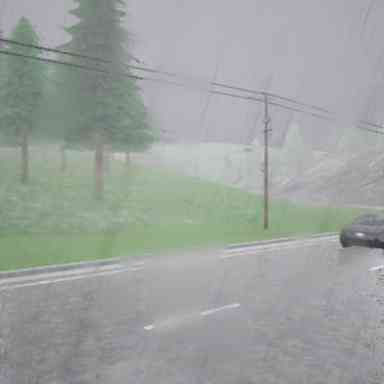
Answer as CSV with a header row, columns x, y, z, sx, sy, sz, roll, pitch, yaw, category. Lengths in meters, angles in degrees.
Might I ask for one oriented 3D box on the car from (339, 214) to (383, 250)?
x,y,z,sx,sy,sz,roll,pitch,yaw,category
7.997,1.607,13.919,4.181,1.385,1.994,0,0,-37,car
